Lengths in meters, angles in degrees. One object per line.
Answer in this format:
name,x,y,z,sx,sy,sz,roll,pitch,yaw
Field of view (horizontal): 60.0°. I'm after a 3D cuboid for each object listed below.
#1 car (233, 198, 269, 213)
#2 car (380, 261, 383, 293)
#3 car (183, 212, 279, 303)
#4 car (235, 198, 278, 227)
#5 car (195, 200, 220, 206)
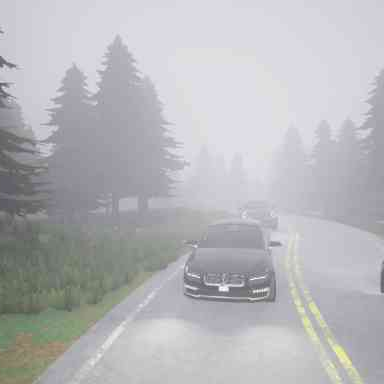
car,6.229,1.410,35.736,1.837,1.490,4.892,2,-1,-16
car,4.497,1.308,4.646,2.097,1.767,4.553,-1,0,8
car,1.097,1.496,8.418,1.837,1.490,4.892,-1,0,12
car,3.891,1.270,20.369,2.097,1.767,4.553,-1,0,5
car,1.952,1.799,44.865,1.812,1.442,4.674,3,-5,-35
